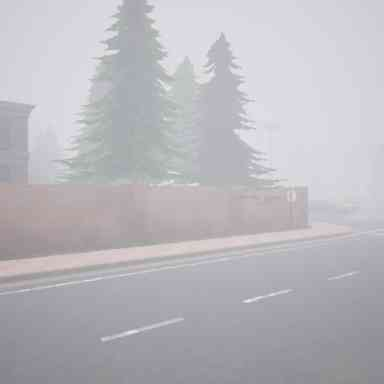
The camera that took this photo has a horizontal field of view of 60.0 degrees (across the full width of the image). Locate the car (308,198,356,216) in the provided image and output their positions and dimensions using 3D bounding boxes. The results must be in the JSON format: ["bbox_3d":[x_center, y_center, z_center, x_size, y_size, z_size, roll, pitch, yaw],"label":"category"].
[{"bbox_3d":[13.094,1.504,32.921,1.837,1.490,4.892,0,0,-35],"label":"car"}]
